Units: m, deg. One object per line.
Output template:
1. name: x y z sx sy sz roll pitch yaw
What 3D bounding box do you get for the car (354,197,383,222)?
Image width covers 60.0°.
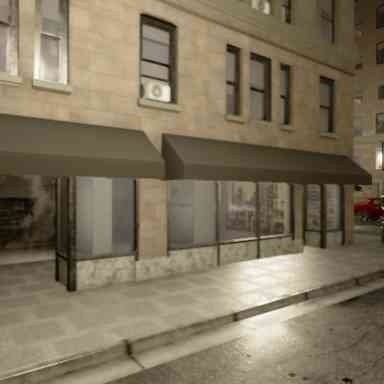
1. car: 13.025 1.335 27.024 2.192 1.841 5.009 0 0 -36
